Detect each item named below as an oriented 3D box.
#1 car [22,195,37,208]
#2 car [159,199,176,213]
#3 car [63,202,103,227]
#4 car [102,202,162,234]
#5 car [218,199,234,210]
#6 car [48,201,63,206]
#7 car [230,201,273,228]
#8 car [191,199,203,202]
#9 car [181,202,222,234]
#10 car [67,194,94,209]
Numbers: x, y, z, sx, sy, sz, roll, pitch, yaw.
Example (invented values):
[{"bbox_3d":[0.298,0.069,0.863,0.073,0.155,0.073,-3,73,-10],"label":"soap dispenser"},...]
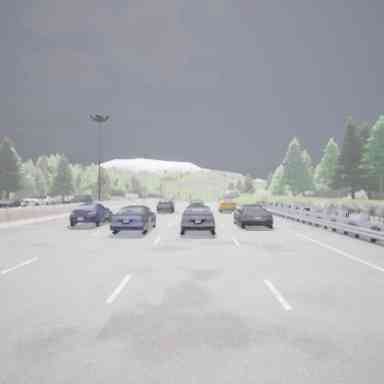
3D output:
[{"bbox_3d":[-23.873,1.417,50.845,2.150,2.045,5.566,0,-1,1],"label":"car"},{"bbox_3d":[-2.930,1.558,37.938,2.128,1.511,4.902,0,-1,1],"label":"car"},{"bbox_3d":[-6.639,1.467,22.182,1.812,1.442,4.674,0,0,1],"label":"car"},{"bbox_3d":[-3.169,1.481,18.714,2.033,1.411,5.357,0,0,1],"label":"car"},{"bbox_3d":[4.082,1.558,38.833,1.882,1.535,5.008,0,-1,1],"label":"car"},{"bbox_3d":[-20.370,1.788,50.972,1.994,1.385,4.181,0,-1,1],"label":"car"},{"bbox_3d":[3.865,1.504,21.389,1.994,1.385,4.181,0,0,1],"label":"car"},{"bbox_3d":[0.573,1.608,39.062,1.812,1.442,4.674,0,-1,1],"label":"car"},{"bbox_3d":[0.330,1.481,18.647,2.033,1.411,5.357,0,0,1],"label":"car"},{"bbox_3d":[-16.874,1.419,50.720,2.150,2.045,5.566,0,-1,1],"label":"car"}]
